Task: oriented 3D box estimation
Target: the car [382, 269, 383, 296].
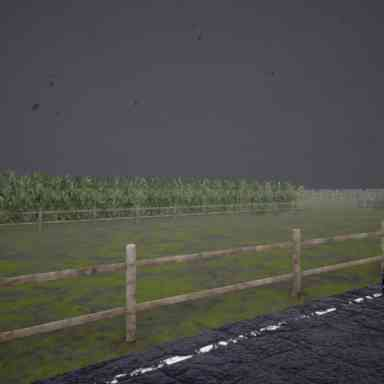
[{"bbox_3d":[5.985,1.350,6.825,4.553,1.767,2.097,0,0,-31],"label":"car"}]
